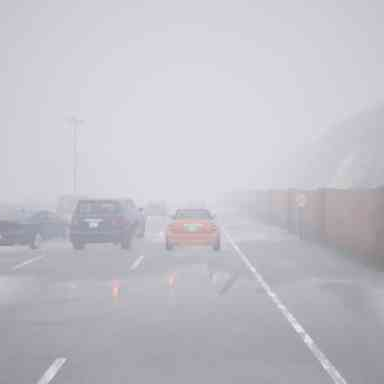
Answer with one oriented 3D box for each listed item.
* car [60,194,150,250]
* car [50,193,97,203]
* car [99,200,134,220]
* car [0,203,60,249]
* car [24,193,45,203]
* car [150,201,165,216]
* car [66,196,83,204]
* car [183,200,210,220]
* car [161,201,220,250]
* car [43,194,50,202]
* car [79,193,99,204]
[{"bbox_3d":[-3.445,1.255,14.468,2.150,2.045,5.566,0,0,1],"label":"car"},{"bbox_3d":[-10.036,1.255,29.470,2.150,2.045,5.566,0,0,2],"label":"car"},{"bbox_3d":[-6.539,1.514,29.325,1.837,1.490,4.892,0,0,2],"label":"car"},{"bbox_3d":[-6.945,1.482,14.489,1.882,1.535,5.008,0,0,1],"label":"car"},{"bbox_3d":[-30.307,1.211,64.536,2.150,2.045,5.566,0,0,1],"label":"car"},{"bbox_3d":[-3.041,1.492,29.210,2.128,1.511,4.902,0,0,2],"label":"car"},{"bbox_3d":[-23.292,1.536,66.181,1.994,1.385,4.181,0,0,1],"label":"car"},{"bbox_3d":[0.457,1.493,29.095,2.128,1.511,4.902,0,0,2],"label":"car"},{"bbox_3d":[0.054,1.363,14.356,2.097,1.767,4.553,0,0,1],"label":"car"},{"bbox_3d":[-26.799,1.493,65.379,1.837,1.490,4.892,0,0,1],"label":"car"},{"bbox_3d":[-19.807,1.202,64.463,2.150,2.045,5.566,0,0,1],"label":"car"}]
